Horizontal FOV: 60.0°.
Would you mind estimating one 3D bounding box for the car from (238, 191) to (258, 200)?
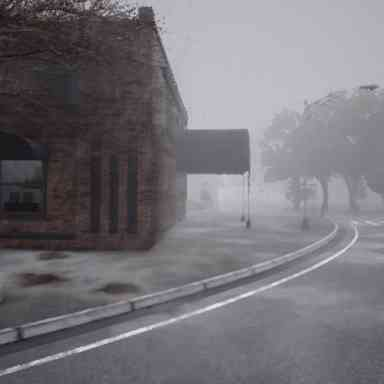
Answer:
[{"bbox_3d":[15.868,1.379,91.747,4.674,1.452,2.002,-2,4,-18],"label":"car"}]
